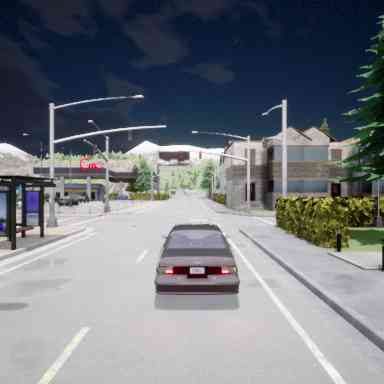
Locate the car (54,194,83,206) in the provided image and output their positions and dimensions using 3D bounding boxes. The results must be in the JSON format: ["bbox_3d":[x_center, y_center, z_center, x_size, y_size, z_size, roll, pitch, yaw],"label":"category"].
[{"bbox_3d":[-18.917,1.489,51.068,2.007,1.523,4.514,0,0,0],"label":"car"}]

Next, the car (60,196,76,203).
[{"bbox_3d":[-25.944,1.552,69.540,1.970,1.475,3.806,0,0,0],"label":"car"}]

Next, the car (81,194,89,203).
[{"bbox_3d":[-22.618,1.268,68.937,1.905,1.878,3.866,0,0,0],"label":"car"}]

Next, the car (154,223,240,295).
[{"bbox_3d":[0.101,1.547,8.871,2.033,1.411,5.357,0,0,0],"label":"car"}]

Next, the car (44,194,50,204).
[{"bbox_3d":[-25.884,1.289,61.061,1.932,1.855,4.605,0,0,0],"label":"car"}]
